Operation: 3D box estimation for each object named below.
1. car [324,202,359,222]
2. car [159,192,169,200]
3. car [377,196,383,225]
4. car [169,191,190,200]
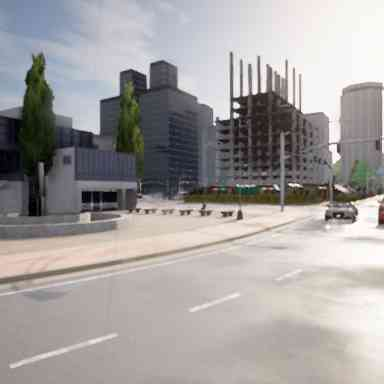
[{"bbox_3d":[11.148,1.447,24.636,1.994,1.385,4.181,0,0,32],"label":"car"},{"bbox_3d":[-5.328,0.986,78.436,1.905,1.878,3.866,0,0,33],"label":"car"},{"bbox_3d":[13.842,1.071,22.345,2.150,2.045,5.566,0,0,32],"label":"car"},{"bbox_3d":[-2.906,1.213,76.847,1.970,1.475,3.806,0,0,33],"label":"car"}]
